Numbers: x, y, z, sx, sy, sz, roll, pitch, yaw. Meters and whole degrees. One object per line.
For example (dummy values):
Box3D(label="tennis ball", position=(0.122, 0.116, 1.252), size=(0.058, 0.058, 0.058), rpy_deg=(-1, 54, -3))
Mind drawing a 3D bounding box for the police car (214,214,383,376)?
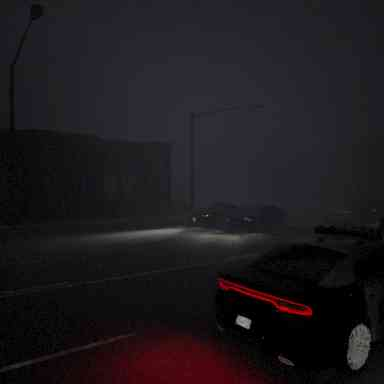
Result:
Box3D(label="police car", position=(2.746, 1.425, 5.718), size=(5.238, 1.638, 1.930), rpy_deg=(0, 0, -36))

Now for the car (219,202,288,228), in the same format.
Box3D(label="car", position=(4.063, 1.477, 20.343), size=(1.882, 1.535, 5.008), rpy_deg=(0, 0, 42))

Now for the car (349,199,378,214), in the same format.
Box3D(label="car", position=(17.983, 1.506, 34.691), size=(1.837, 1.490, 4.892), rpy_deg=(0, 0, 7))

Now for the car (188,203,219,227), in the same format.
Box3D(label="car", position=(1.784, 1.492, 23.136), size=(2.128, 1.511, 4.902), rpy_deg=(0, 0, 42))

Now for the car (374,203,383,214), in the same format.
Box3D(label="car", position=(11.610, 1.506, 18.276), size=(1.837, 1.490, 4.892), rpy_deg=(0, 1, 38))
